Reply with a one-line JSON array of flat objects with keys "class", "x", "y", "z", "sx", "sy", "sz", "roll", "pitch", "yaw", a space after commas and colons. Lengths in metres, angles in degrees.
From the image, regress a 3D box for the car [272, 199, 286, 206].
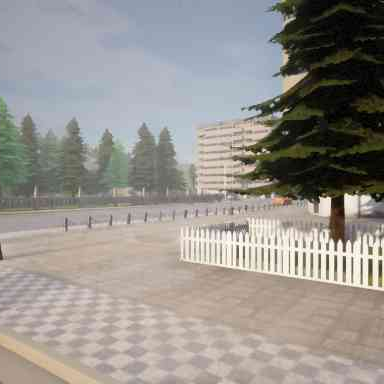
[{"class": "car", "x": 15.431, "y": 1.352, "z": 56.690, "sx": 2.097, "sy": 1.767, "sz": 4.553, "roll": 0, "pitch": 0, "yaw": 36}]
